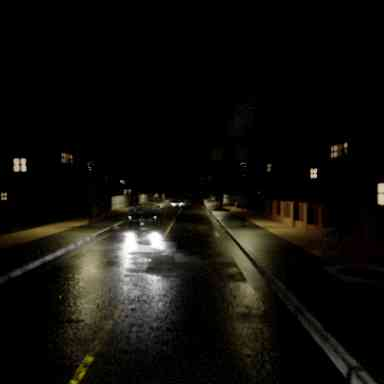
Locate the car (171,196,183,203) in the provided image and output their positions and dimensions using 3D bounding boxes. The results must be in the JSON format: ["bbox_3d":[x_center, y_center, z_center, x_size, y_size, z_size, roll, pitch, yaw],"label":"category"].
[{"bbox_3d":[-2.762,1.416,61.699,1.994,1.385,4.181,0,0,1],"label":"car"}]

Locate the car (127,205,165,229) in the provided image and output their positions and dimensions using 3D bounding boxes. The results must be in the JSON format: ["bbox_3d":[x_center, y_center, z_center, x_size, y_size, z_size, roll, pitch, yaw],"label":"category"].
[{"bbox_3d":[-2.841,1.518,21.186,1.895,1.301,4.718,0,0,0],"label":"car"}]

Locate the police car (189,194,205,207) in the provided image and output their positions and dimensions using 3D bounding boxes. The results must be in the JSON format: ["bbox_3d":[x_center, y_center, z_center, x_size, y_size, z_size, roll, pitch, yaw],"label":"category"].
[{"bbox_3d":[0.845,1.284,49.680,1.930,1.638,5.238,0,0,0],"label":"police car"}]

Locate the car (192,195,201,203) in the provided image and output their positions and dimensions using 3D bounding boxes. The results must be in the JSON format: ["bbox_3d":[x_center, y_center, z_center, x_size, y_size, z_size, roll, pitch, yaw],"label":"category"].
[{"bbox_3d":[0.852,1.358,65.573,1.837,1.490,4.892,0,0,0],"label":"car"}]

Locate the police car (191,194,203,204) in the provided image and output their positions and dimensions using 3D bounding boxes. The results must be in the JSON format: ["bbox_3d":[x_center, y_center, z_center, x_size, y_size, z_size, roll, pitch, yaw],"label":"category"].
[{"bbox_3d":[0.849,1.279,59.683,1.930,1.638,5.238,0,0,0],"label":"police car"}]
